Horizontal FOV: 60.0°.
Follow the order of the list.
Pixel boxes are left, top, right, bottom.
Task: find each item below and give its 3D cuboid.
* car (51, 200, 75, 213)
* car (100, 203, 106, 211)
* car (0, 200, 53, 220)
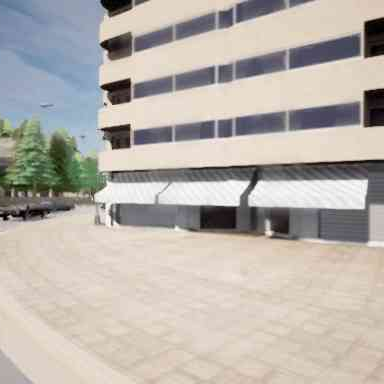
[{"bbox_3d":[-15.584,1.609,37.740,2.033,1.411,5.357,0,0,18],"label":"car"},{"bbox_3d":[-9.562,1.717,42.846,1.895,1.301,4.718,0,0,28],"label":"car"},{"bbox_3d":[-13.907,1.634,27.865,1.895,1.301,4.718,0,0,3],"label":"car"}]
